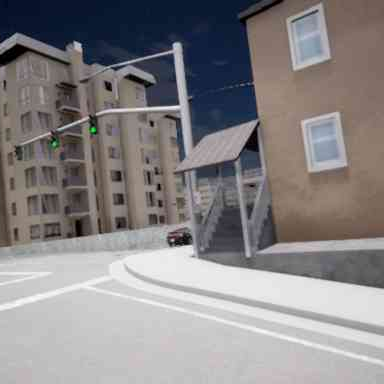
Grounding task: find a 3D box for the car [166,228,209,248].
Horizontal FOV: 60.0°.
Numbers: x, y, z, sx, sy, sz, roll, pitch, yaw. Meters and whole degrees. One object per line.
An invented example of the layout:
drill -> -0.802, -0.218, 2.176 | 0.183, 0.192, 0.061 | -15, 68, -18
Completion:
car -> -0.015, 3.695, 26.418 | 1.837, 1.490, 4.892 | -10, -15, 35
